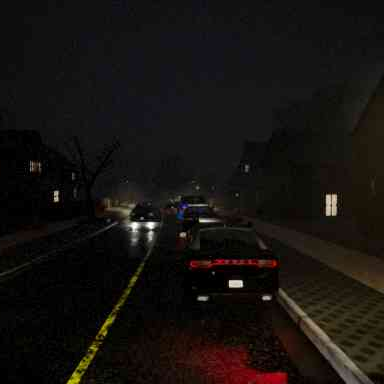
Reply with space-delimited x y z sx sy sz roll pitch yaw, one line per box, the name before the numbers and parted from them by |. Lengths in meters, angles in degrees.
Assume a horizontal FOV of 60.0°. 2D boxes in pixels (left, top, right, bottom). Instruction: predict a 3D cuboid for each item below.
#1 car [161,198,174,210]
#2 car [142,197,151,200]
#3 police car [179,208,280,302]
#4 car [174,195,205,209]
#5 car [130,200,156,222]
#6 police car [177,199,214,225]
car | -2.812 1.742 45.619 1.895 1.301 4.718 0 0 -7
car | -10.764 1.924 78.330 1.882 1.535 5.008 0 -1 -10
police car | 0.713 1.426 8.476 1.930 1.638 5.238 0 0 -1
car | -0.014 1.264 24.484 2.150 2.045 5.566 0 0 -4
car | -3.942 1.611 27.601 2.033 1.411 5.357 0 0 -4
police car | 0.334 1.445 18.534 1.930 1.638 5.238 0 0 -3
